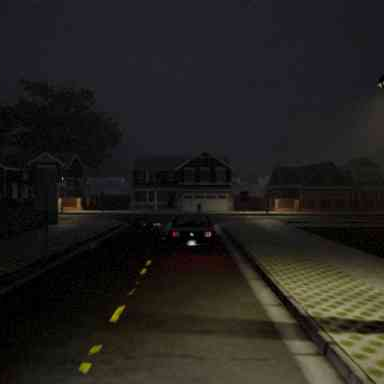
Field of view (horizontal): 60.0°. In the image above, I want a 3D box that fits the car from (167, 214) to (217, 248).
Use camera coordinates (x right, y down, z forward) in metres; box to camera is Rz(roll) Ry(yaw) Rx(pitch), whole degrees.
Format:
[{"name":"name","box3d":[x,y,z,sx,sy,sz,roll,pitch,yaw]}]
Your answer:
[{"name":"car","box3d":[0.000,1.617,14.704,1.895,1.301,4.718,0,0,0]}]
